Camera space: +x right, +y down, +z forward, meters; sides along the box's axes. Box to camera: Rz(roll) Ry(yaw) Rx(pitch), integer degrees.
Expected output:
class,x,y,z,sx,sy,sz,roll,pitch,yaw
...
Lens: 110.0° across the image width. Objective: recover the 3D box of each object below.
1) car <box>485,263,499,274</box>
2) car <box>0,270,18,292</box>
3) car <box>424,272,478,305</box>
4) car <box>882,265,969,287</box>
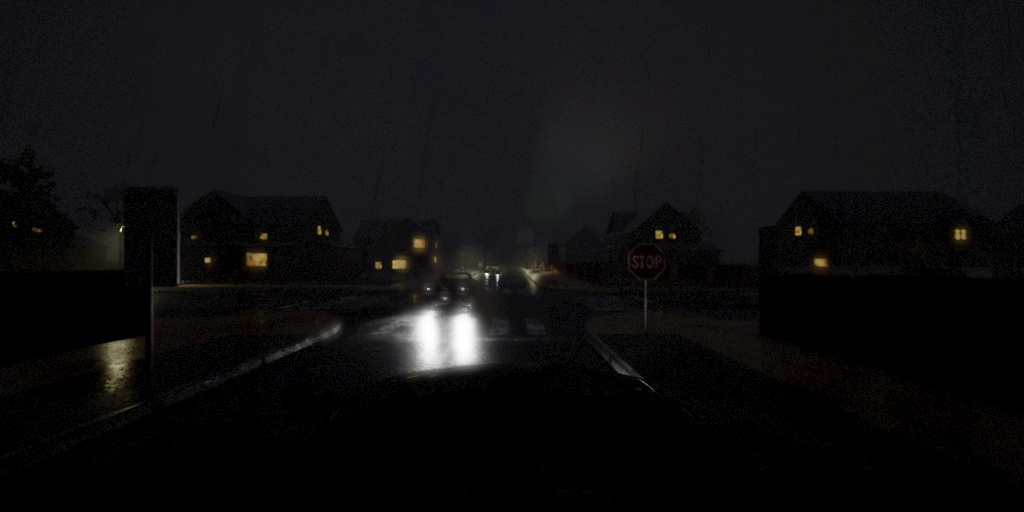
class,x,y,z,sx,sy,sz,roll,pitch,yaw
car,-2.808,1.721,51.470,1.812,1.442,4.674,0,-1,0
car,-22.504,1.240,14.868,4.902,1.511,2.128,0,0,0
car,-2.766,1.452,17.038,1.895,1.301,4.718,0,0,0
car,20.159,1.340,17.975,4.553,1.767,2.097,0,0,0
